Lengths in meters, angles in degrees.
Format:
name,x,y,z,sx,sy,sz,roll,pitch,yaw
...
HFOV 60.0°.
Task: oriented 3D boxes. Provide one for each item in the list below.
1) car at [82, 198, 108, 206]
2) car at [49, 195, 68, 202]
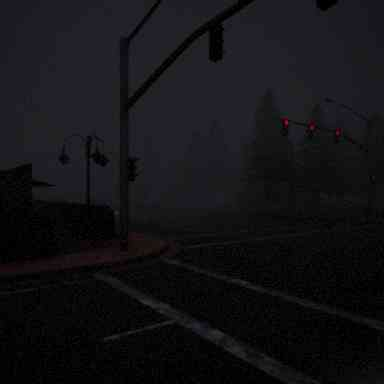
name,x,y,z,sx,sy,sz,roll,pitch,yaw
car,-11.433,1.505,39.043,1.837,1.490,4.892,0,0,-37
car,-20.906,1.133,51.835,1.882,1.535,5.008,0,0,-37
